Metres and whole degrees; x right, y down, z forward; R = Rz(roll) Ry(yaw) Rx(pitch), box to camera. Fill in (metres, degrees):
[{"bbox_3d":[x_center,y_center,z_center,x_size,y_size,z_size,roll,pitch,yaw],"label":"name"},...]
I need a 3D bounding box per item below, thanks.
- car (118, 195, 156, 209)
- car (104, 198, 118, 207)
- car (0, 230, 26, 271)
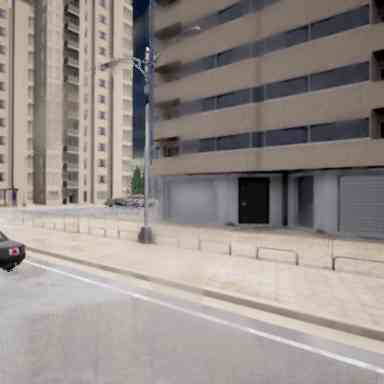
[{"bbox_3d":[-7.981,1.419,50.633,2.150,2.045,5.566,0,0,40],"label":"car"},{"bbox_3d":[-11.472,1.687,51.900,1.837,1.490,4.892,0,0,40],"label":"car"},{"bbox_3d":[-6.813,1.601,9.785,4.718,1.301,1.895,0,0,40],"label":"car"}]
